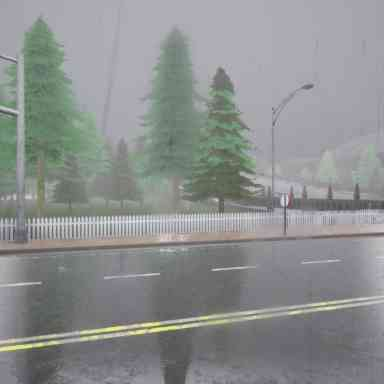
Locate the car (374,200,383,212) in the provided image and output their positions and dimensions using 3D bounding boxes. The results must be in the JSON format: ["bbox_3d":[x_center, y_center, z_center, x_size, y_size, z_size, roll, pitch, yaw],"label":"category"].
[{"bbox_3d":[22.657,1.592,36.385,1.895,1.301,4.718,0,0,-19],"label":"car"}]

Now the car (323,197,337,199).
[{"bbox_3d":[19.359,1.439,45.907,1.895,1.301,4.718,0,2,-19],"label":"car"}]

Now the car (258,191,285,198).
[{"bbox_3d":[12.668,0.584,54.621,2.097,1.767,4.553,0,5,-19],"label":"car"}]

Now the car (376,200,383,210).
[{"bbox_3d":[20.231,1.502,32.705,1.837,1.490,4.892,0,0,-18],"label":"car"}]
